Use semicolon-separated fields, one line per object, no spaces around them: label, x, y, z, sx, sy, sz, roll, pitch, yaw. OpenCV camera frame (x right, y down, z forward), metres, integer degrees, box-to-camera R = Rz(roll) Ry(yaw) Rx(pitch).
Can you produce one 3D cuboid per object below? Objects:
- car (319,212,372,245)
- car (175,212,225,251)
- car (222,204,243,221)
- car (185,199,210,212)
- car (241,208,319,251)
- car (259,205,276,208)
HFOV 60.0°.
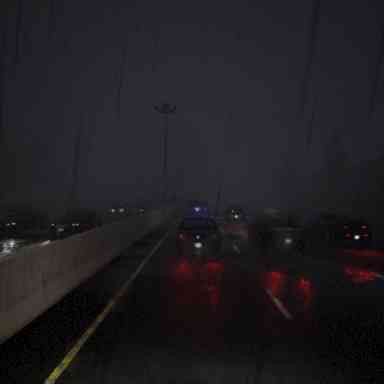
car;7.304;1.769;17.081;1.837;1.490;4.892;0;-1;1
car;0.279;1.820;15.256;1.895;1.301;4.718;0;-1;1
car;4.009;1.974;32.221;1.837;1.490;4.892;0;-1;1
car;0.499;1.669;31.378;2.150;2.045;5.566;0;-1;1
car;3.782;1.721;15.349;2.128;1.511;4.902;0;-1;1
car;7.509;2.018;33.146;1.812;1.442;4.674;0;-1;1
